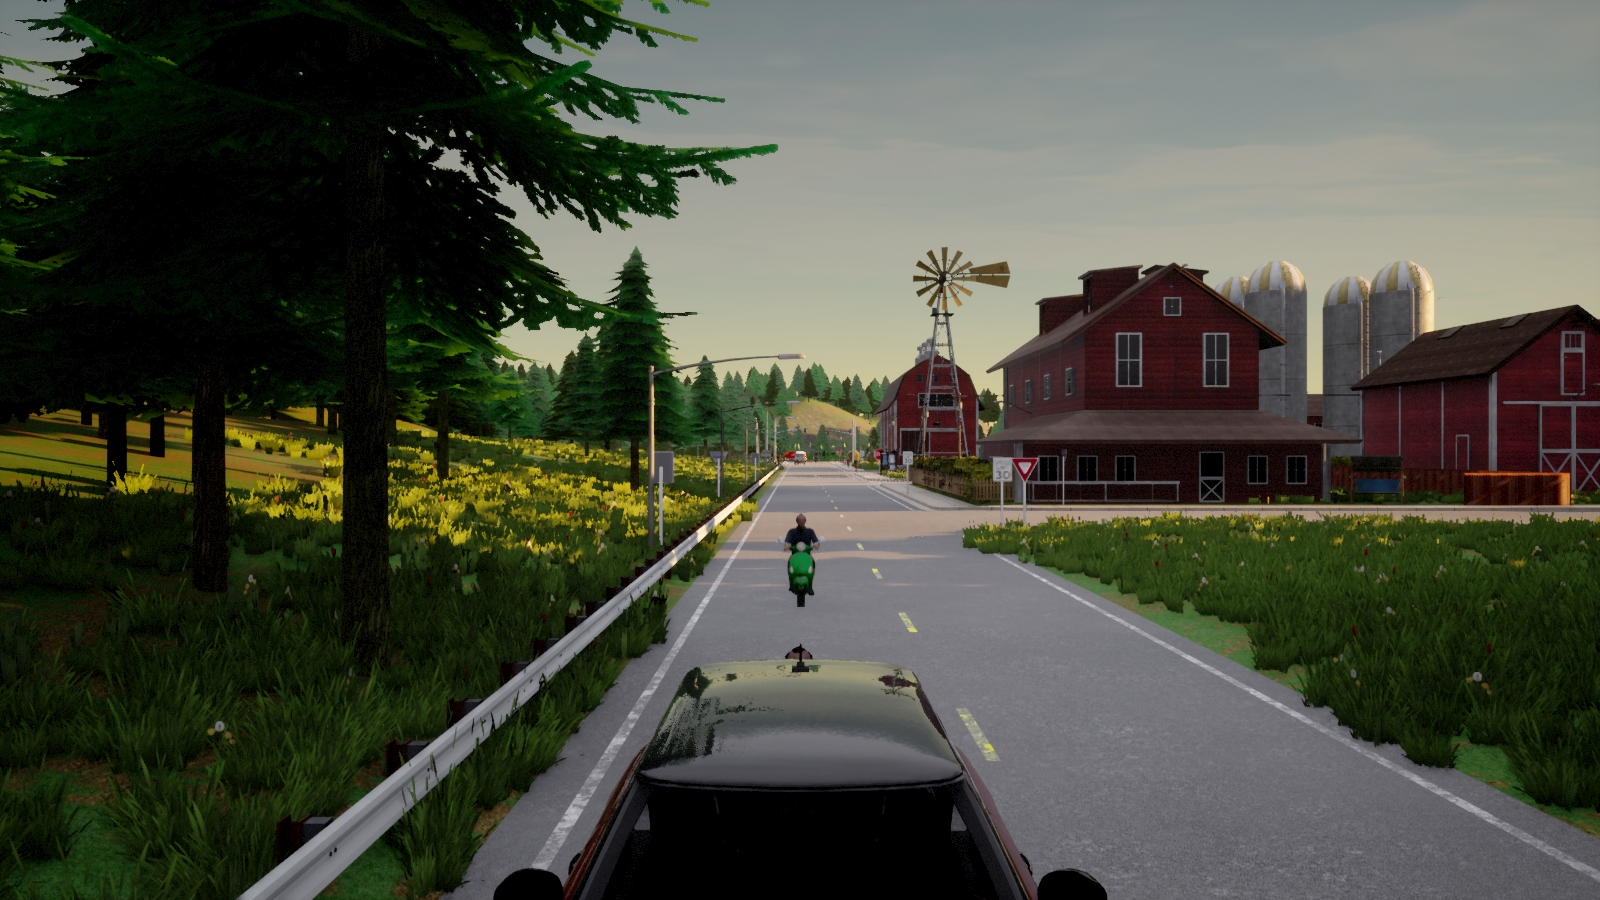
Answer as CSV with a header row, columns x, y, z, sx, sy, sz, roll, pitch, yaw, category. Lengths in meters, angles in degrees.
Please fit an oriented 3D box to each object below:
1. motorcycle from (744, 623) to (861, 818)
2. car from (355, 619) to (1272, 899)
x,y,z,sx,sy,sz,roll,pitch,yaw,category
0.014,2.231,9.842,0.867,1.251,2.209,-1,-3,0,motorcycle
0.032,1.899,4.503,2.097,1.767,4.553,0,0,0,car
